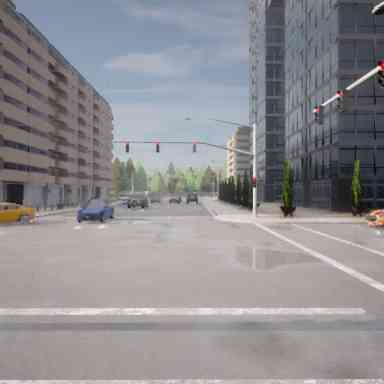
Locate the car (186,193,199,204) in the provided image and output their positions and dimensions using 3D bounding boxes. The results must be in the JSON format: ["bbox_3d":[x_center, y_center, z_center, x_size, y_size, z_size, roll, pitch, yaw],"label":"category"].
[{"bbox_3d":[0.078,1.221,63.904,2.150,2.045,5.566,0,0,1],"label":"car"}]

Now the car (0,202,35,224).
[{"bbox_3d":[-13.564,1.511,23.124,1.882,1.535,5.008,1,1,33],"label":"car"}]

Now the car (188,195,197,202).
[{"bbox_3d":[0.116,1.500,74.616,1.837,1.490,4.892,0,0,1],"label":"car"}]

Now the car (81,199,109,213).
[{"bbox_3d":[-10.909,1.525,37.602,1.812,1.442,4.674,0,0,0],"label":"car"}]

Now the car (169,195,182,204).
[{"bbox_3d":[-3.416,1.526,64.323,1.812,1.442,4.674,0,0,1],"label":"car"}]

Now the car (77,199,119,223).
[{"bbox_3d":[-7.337,1.495,25.749,1.882,1.535,5.008,0,0,-1],"label":"car"}]

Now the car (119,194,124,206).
[{"bbox_3d":[-10.721,1.216,55.150,2.150,2.045,5.566,0,1,1],"label":"car"}]

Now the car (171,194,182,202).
[{"bbox_3d":[-3.391,1.355,74.340,2.097,1.767,4.553,0,0,1],"label":"car"}]

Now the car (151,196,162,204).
[{"bbox_3d":[-7.042,1.548,65.197,2.033,1.411,5.357,0,0,1],"label":"car"}]

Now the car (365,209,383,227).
[{"bbox_3d":[13.584,1.407,21.176,4.553,1.767,2.097,0,0,0],"label":"car"}]

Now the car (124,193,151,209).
[{"bbox_3d":[-7.352,1.224,45.479,2.150,2.045,5.566,0,0,1],"label":"car"}]
